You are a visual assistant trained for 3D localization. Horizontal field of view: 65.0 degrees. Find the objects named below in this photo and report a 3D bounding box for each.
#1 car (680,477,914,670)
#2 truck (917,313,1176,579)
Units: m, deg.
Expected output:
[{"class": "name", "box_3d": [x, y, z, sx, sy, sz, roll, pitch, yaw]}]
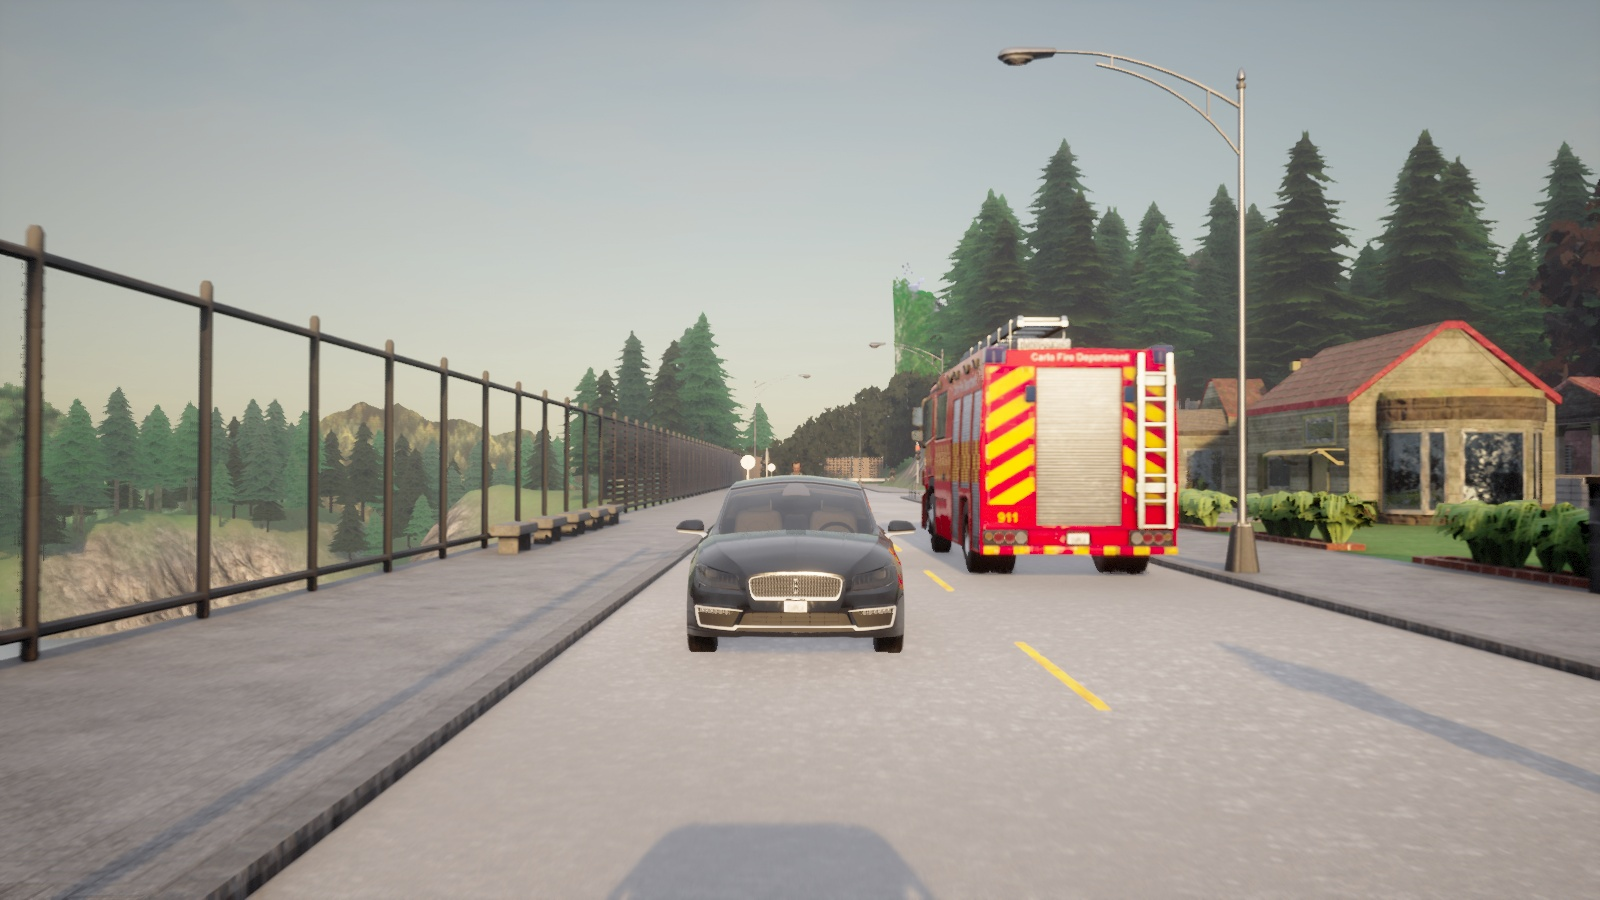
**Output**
[{"class": "car", "box_3d": [-0.031, 1.026, 12.341, 1.837, 1.490, 4.892, 0, -1, 0]}, {"class": "truck", "box_3d": [3.939, 0.008, 22.304, 2.891, 3.827, 8.468, 0, -1, 0]}]
